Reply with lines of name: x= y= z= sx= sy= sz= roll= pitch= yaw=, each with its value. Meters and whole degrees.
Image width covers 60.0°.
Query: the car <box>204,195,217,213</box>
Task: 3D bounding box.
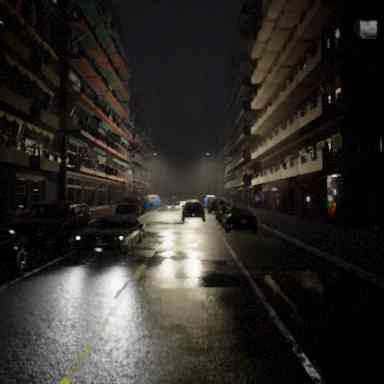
car: x=2.716 y=1.485 z=36.656 sx=1.967 sy=1.590 sz=4.097 roll=1 pitch=0 yaw=0

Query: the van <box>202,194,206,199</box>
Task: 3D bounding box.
van: x=2.721 y=1.402 z=48.027 sx=1.690 sy=1.788 sz=3.998 roll=1 pitch=0 yaw=0

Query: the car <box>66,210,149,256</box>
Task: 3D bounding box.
car: x=-3.096 y=1.616 z=13.285 sx=1.895 sy=1.301 sz=4.718 roll=0 pitch=0 yaw=0

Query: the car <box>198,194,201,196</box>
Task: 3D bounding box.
car: x=2.723 y=1.661 z=70.765 sx=1.947 sy=1.339 sz=4.313 roll=1 pitch=0 yaw=0

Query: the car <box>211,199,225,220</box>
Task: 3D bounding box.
car: x=2.712 y=1.556 z=25.457 sx=1.752 sy=1.417 sz=4.829 roll=1 pitch=0 yaw=0

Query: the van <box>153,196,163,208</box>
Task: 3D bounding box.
van: x=-5.665 y=1.402 z=47.969 sx=1.690 sy=1.788 sz=3.998 roll=1 pitch=0 yaw=0

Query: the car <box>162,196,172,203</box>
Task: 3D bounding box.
car: x=-5.623 y=1.671 z=76.391 sx=1.947 sy=1.339 sz=4.313 roll=1 pitch=0 yaw=0

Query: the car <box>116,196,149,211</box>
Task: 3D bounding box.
car: x=-5.663 y=1.353 z=30.914 sx=2.192 sy=1.841 sz=5.009 roll=1 pitch=0 yaw=0

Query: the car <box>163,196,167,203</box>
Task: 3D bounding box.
car: x=-5.652 y=1.620 z=53.653 sx=2.008 sy=1.369 sz=4.403 roll=1 pitch=0 yaw=0

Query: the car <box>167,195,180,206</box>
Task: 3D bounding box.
car: x=-3.045 y=1.619 z=55.489 sx=2.033 sy=1.411 sz=5.357 roll=0 pitch=0 yaw=1

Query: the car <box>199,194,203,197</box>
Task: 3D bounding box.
car: x=2.721 y=1.668 z=65.080 sx=1.802 sy=1.307 sz=4.206 roll=1 pitch=0 yaw=0

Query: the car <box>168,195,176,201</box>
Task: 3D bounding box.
car: x=-5.618 y=1.659 z=93.274 sx=1.752 sy=1.417 sz=4.829 roll=1 pitch=0 yaw=0

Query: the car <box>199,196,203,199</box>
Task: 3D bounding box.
car: x=0.113 y=1.658 z=45.971 sx=1.895 sy=1.301 sz=4.718 roll=0 pitch=0 yaw=0

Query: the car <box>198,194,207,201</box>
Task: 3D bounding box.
car: x=2.732 y=1.439 z=87.818 sx=2.192 sy=1.841 sz=5.009 roll=1 pitch=0 yaw=0

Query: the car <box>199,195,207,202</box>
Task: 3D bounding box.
car: x=2.728 y=1.554 z=82.134 sx=1.967 sy=1.590 sz=4.097 roll=1 pitch=0 yaw=0

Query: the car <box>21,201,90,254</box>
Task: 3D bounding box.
car: x=-5.667 y=1.332 z=13.861 sx=2.192 sy=1.841 sz=5.009 roll=1 pitch=0 yaw=0

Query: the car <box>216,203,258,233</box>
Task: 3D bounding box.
car: x=2.709 y=1.589 z=19.603 sx=1.947 sy=1.339 sz=4.313 roll=1 pitch=0 yaw=0

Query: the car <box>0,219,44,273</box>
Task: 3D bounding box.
car: x=-5.674 y=1.576 z=8.176 sx=1.947 sy=1.339 sz=4.313 roll=1 pitch=0 yaw=0

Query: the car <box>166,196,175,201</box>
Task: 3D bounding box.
car: x=-5.620 y=1.669 z=87.760 sx=1.887 sy=1.381 sz=4.507 roll=1 pitch=0 yaw=0

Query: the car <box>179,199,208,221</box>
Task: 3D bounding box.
car: x=0.107 y=1.559 z=27.505 sx=1.812 sy=1.442 sz=4.674 roll=0 pitch=0 yaw=0

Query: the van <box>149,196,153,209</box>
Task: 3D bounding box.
van: x=-5.662 y=1.387 z=36.598 sx=1.690 sy=1.788 sz=3.998 roll=1 pitch=0 yaw=0

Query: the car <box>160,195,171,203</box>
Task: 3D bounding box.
car: x=-5.622 y=1.536 z=70.707 sx=1.967 sy=1.590 sz=4.097 roll=1 pitch=0 yaw=0
